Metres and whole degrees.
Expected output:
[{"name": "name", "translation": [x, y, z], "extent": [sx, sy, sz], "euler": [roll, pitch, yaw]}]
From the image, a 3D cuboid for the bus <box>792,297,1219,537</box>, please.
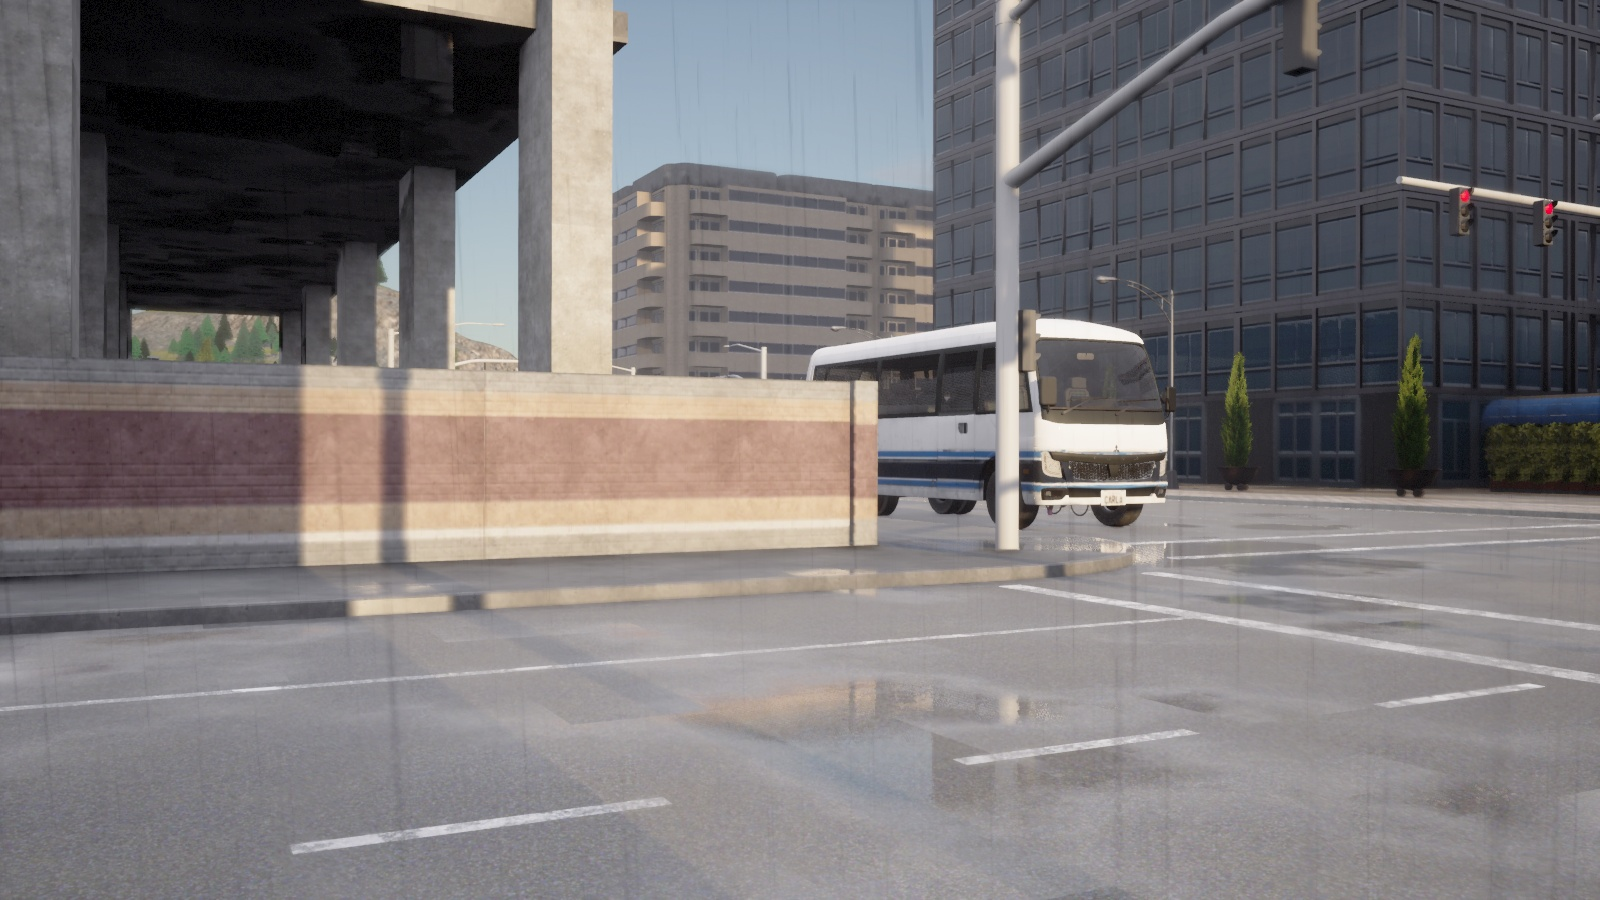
[{"name": "bus", "translation": [3.924, -0.572, 27.768], "extent": [3.944, 4.253, 10.273], "euler": [0, 0, -27]}]
